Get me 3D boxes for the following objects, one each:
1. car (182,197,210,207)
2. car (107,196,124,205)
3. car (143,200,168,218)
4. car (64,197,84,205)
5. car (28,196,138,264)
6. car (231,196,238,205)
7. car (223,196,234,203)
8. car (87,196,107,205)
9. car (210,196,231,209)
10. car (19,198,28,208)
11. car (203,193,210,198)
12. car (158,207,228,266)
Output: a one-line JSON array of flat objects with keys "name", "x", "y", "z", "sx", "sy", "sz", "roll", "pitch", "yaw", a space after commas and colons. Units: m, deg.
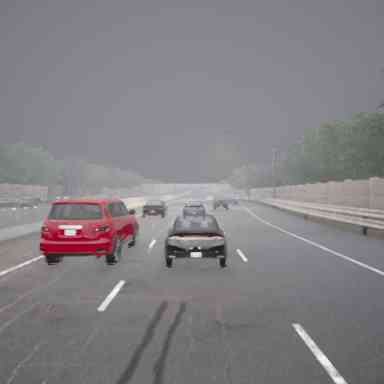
[{"name": "car", "x": 0.202, "y": 1.489, "z": 28.802, "sx": 2.128, "sy": 1.511, "sz": 4.902, "roll": 0, "pitch": 0, "yaw": 0}, {"name": "car", "x": -13.646, "y": 1.544, "z": 59.373, "sx": 1.812, "sy": 1.442, "sz": 4.674, "roll": 0, "pitch": 0, "yaw": 1}, {"name": "car", "x": -3.288, "y": 1.475, "z": 30.346, "sx": 1.882, "sy": 1.535, "sz": 5.008, "roll": 0, "pitch": 0, "yaw": 0}, {"name": "car", "x": -20.662, "y": 1.580, "z": 58.264, "sx": 1.994, "sy": 1.385, "sz": 4.181, "roll": 0, "pitch": 0, "yaw": 1}, {"name": "car", "x": -3.377, "y": 1.220, "z": 11.942, "sx": 2.150, "sy": 2.045, "sz": 5.566, "roll": 0, "pitch": 0, "yaw": 0}, {"name": "car", "x": 7.253, "y": 1.547, "z": 59.984, "sx": 1.812, "sy": 1.442, "sz": 4.674, "roll": 0, "pitch": 0, "yaw": 3}, {"name": "car", "x": 7.530, "y": 1.532, "z": 69.557, "sx": 1.895, "sy": 1.301, "sz": 4.718, "roll": 0, "pitch": 0, "yaw": 1}, {"name": "car", "x": -17.128, "y": 1.513, "z": 60.226, "sx": 2.128, "sy": 1.511, "sz": 4.902, "roll": 0, "pitch": 0, "yaw": 1}, {"name": "car", "x": 3.725, "y": 1.488, "z": 44.379, "sx": 1.837, "sy": 1.490, "sz": 4.892, "roll": 0, "pitch": 0, "yaw": 1}, {"name": "car", "x": -23.603, "y": 1.509, "z": 48.937, "sx": 1.837, "sy": 1.490, "sz": 4.892, "roll": 0, "pitch": 0, "yaw": -2}, {"name": "car", "x": 4.134, "y": 1.584, "z": 76.327, "sx": 1.812, "sy": 1.442, "sz": 4.674, "roll": 0, "pitch": 0, "yaw": 1}, {"name": "car", "x": 0.122, "y": 1.490, "z": 11.469, "sx": 2.128, "sy": 1.511, "sz": 4.902, "roll": 0, "pitch": 0, "yaw": 0}]
